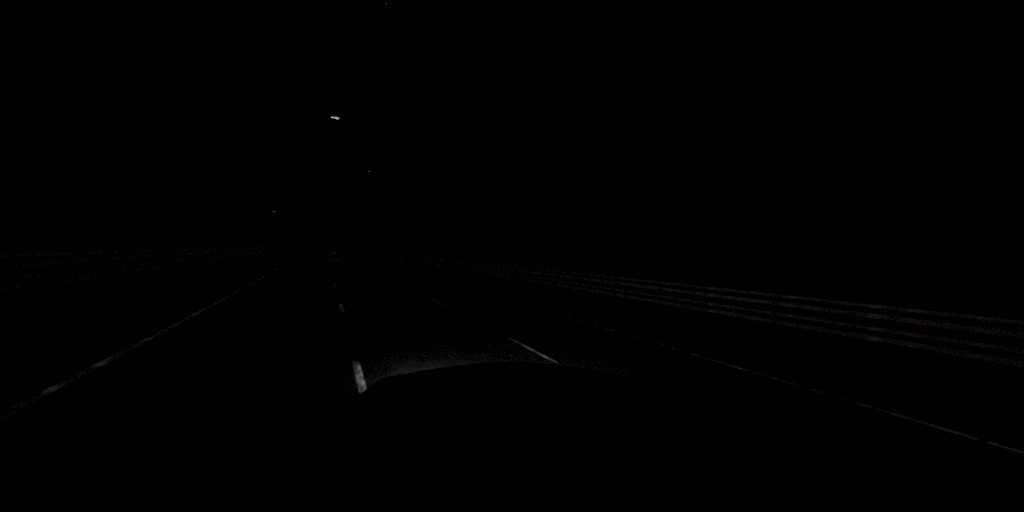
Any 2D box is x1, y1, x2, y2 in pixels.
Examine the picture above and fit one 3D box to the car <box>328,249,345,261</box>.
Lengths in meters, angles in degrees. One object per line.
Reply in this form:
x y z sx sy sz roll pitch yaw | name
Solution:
-24.277 -0.153 49.681 2.128 1.511 4.902 3 0 -30 | car
